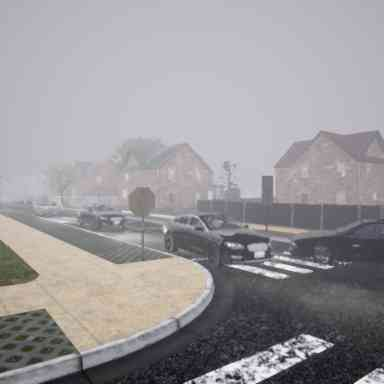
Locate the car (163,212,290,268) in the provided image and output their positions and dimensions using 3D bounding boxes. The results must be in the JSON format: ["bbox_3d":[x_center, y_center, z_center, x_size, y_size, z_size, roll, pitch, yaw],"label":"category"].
[{"bbox_3d":[0.655,1.472,11.362,2.128,1.511,4.902,1,0,-30],"label":"car"}]

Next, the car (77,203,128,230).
[{"bbox_3d":[-5.714,1.470,20.903,2.128,1.511,4.902,1,0,-36],"label":"car"}]

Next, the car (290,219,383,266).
[{"bbox_3d":[5.862,1.563,10.385,5.357,1.411,2.033,0,0,20],"label":"car"}]

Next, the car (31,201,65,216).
[{"bbox_3d":[-13.636,1.581,31.793,1.895,1.301,4.718,1,-1,-36],"label":"car"}]
